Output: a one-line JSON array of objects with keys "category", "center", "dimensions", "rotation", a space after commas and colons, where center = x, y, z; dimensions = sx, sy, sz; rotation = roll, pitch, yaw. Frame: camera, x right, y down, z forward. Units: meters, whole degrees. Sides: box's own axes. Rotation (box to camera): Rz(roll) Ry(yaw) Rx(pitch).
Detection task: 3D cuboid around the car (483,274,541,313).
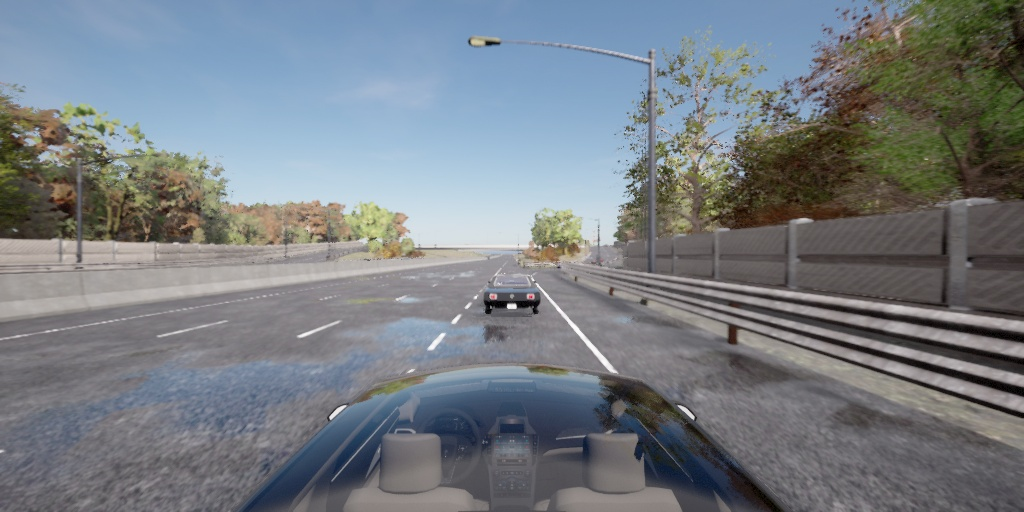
[{"category": "car", "center": [0.000, 1.347, 13.857], "dimensions": [1.895, 1.301, 4.718], "rotation": [0, 0, 0]}]
